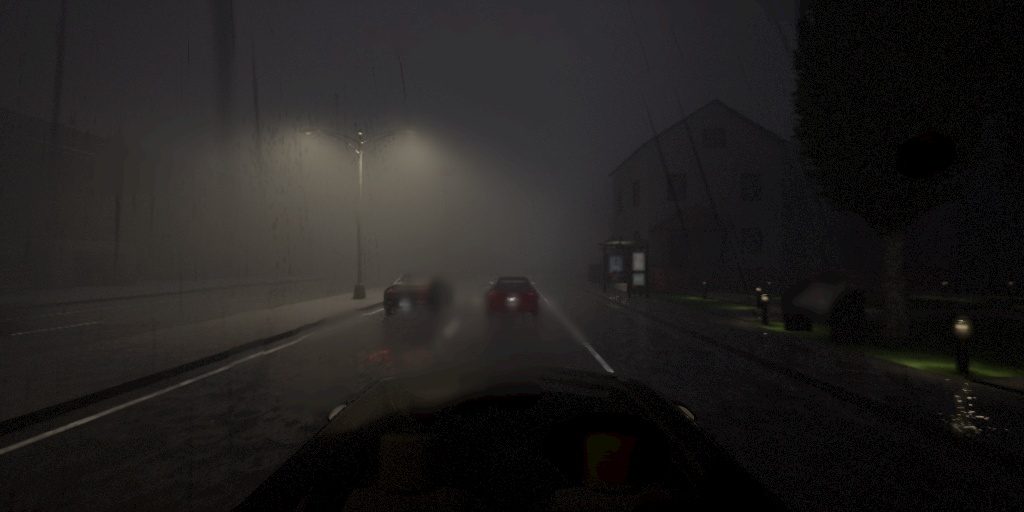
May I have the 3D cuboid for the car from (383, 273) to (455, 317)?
[{"bbox_3d":[-3.454,1.408,14.084,2.128,1.511,4.902,0,-1,1],"label":"car"}]

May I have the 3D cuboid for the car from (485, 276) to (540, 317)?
[{"bbox_3d":[0.047,1.481,14.130,1.994,1.385,4.181,0,-1,1],"label":"car"}]
